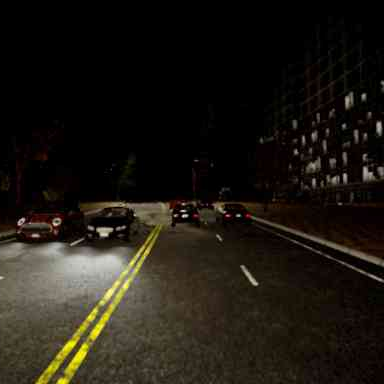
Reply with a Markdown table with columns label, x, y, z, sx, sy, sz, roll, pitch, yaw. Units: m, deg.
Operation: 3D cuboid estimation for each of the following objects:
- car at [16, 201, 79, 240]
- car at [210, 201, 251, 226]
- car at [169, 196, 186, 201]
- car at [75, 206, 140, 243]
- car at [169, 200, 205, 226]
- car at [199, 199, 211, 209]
| label | x | y | z | sx | sy | sz | roll | pitch | yaw |
| --- | --- | --- | --- | --- | --- | --- | --- | --- | --- |
| car | -6.936 | 1.328 | 16.818 | 2.097 | 1.767 | 4.553 | 0 | 0 | -2 |
| car | 2.755 | 1.530 | 23.124 | 2.033 | 1.411 | 5.357 | 0 | 0 | -3 |
| car | -1.749 | 1.332 | 41.562 | 2.097 | 1.767 | 4.553 | 0 | 0 | -5 |
| car | -3.657 | 1.471 | 16.016 | 2.128 | 1.511 | 4.902 | 0 | 0 | -2 |
| car | -0.496 | 1.525 | 23.092 | 2.033 | 1.411 | 5.357 | 0 | 0 | -3 |
| car | 1.557 | 1.537 | 41.233 | 2.033 | 1.411 | 5.357 | 0 | 0 | -5 |
